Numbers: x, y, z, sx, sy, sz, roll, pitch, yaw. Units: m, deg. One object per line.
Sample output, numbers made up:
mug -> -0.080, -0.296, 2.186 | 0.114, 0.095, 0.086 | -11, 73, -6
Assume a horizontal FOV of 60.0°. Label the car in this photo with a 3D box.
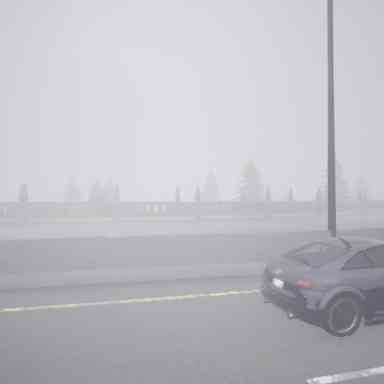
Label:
car -> 3.435, 1.574, 6.398 | 4.181, 1.385, 1.994 | 0, 0, -16
